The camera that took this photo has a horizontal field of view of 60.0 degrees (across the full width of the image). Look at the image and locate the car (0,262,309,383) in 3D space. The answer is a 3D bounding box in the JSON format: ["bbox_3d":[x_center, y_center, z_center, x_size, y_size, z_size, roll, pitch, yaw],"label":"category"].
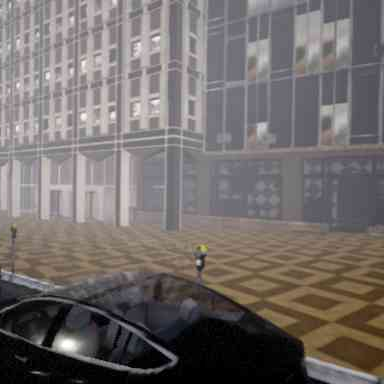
[{"bbox_3d":[-0.980,1.557,3.559,4.313,1.339,1.947,0,1,35],"label":"car"}]
